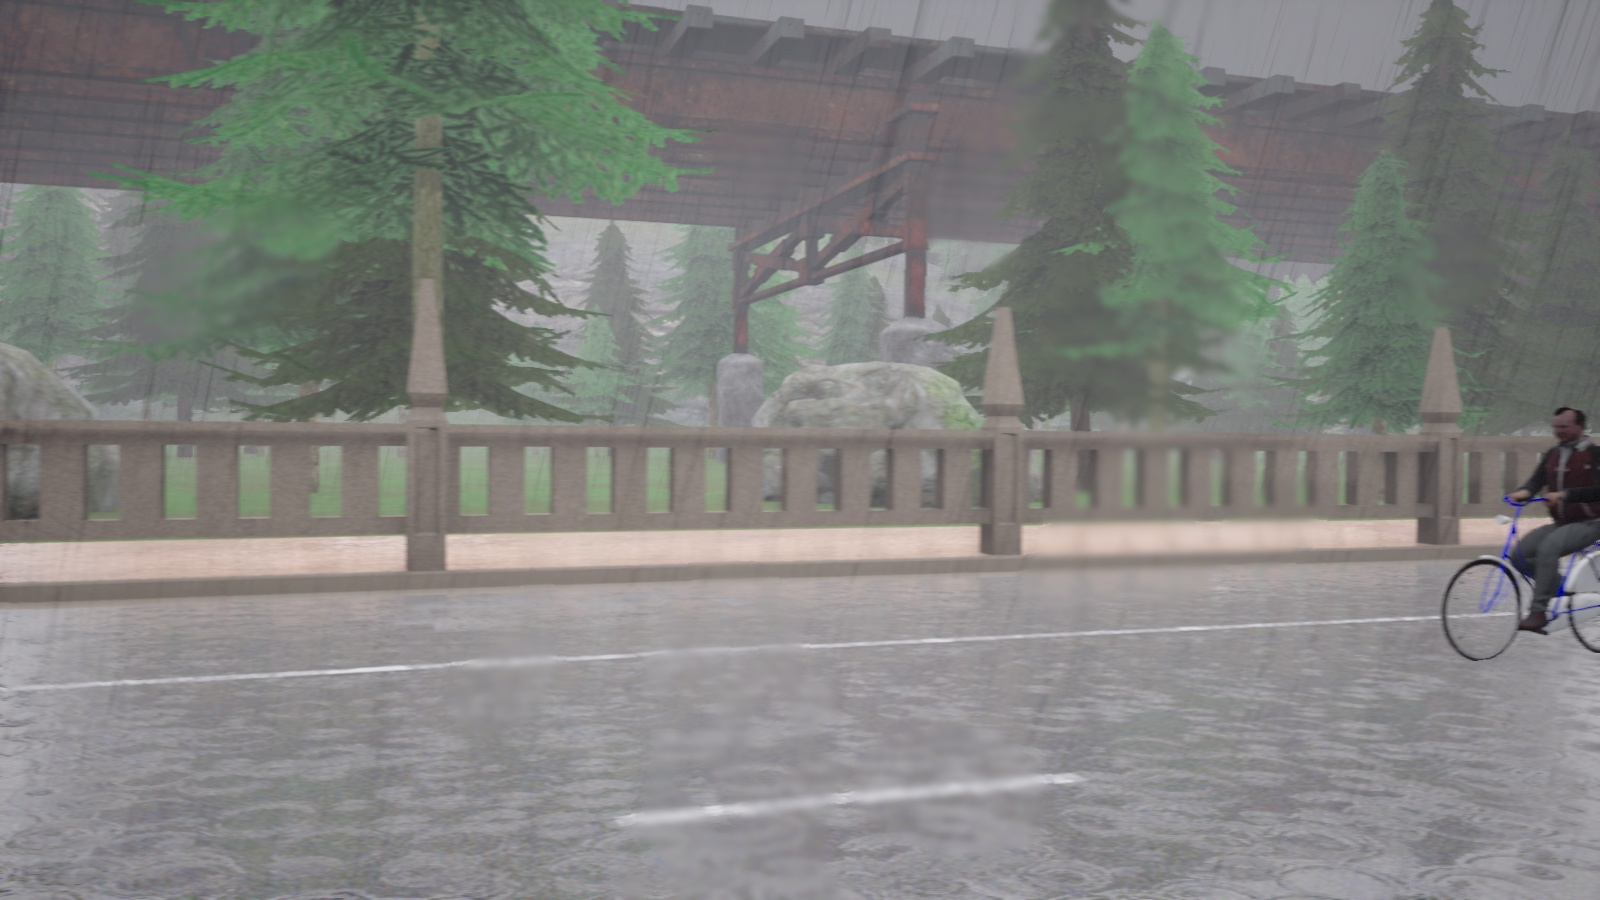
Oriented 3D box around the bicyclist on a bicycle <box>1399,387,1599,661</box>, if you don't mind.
[{"bbox_3d":[5.161,0.467,8.745,1.843,1.776,0.659,-1,1,-18],"label":"bicyclist on a bicycle"}]
